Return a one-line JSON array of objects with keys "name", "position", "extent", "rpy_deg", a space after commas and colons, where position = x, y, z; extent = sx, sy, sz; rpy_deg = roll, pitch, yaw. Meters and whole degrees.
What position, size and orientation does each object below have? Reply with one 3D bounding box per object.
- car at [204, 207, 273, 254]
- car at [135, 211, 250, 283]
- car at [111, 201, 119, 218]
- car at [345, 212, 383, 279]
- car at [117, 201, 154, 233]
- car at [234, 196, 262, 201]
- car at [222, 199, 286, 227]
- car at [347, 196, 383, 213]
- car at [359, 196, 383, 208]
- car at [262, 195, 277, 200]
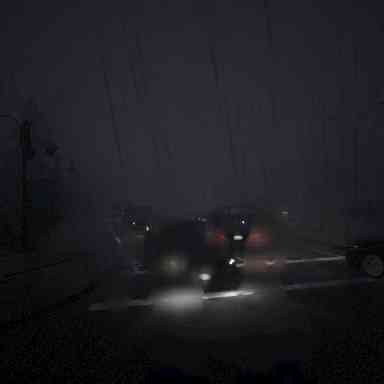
[{"name": "car", "position": [1.348, 1.538, 13.403], "extent": [2.033, 1.411, 5.357], "rpy_deg": [0, 0, -4]}, {"name": "car", "position": [-0.370, 1.543, 10.122], "extent": [2.033, 1.411, 5.357], "rpy_deg": [0, 0, -15]}, {"name": "car", "position": [-6.280, 1.515, 30.103], "extent": [2.033, 1.411, 5.357], "rpy_deg": [0, 0, -17]}, {"name": "car", "position": [6.534, 1.475, 8.257], "extent": [5.008, 1.535, 1.882], "rpy_deg": [0, 0, 39]}, {"name": "car", "position": [-3.111, 1.529, 19.954], "extent": [2.033, 1.411, 5.357], "rpy_deg": [0, 0, -17]}, {"name": "car", "position": [7.327, 1.287, 46.177], "extent": [2.007, 1.523, 4.514], "rpy_deg": [0, 0, -17]}, {"name": "car", "position": [2.840, 1.466, 19.907], "extent": [5.357, 1.411, 2.033], "rpy_deg": [-3, 1, -15]}, {"name": "car", "position": [15.578, 1.356, 29.226], "extent": [1.970, 1.475, 3.806], "rpy_deg": [0, 0, -17]}, {"name": "car", "position": [23.875, 1.273, 43.219], "extent": [1.845, 1.501, 3.633], "rpy_deg": [0, 0, -17]}, {"name": "car", "position": [10.314, 1.277, 47.135], "extent": [2.152, 1.636, 5.027], "rpy_deg": [0, 0, -17]}]
